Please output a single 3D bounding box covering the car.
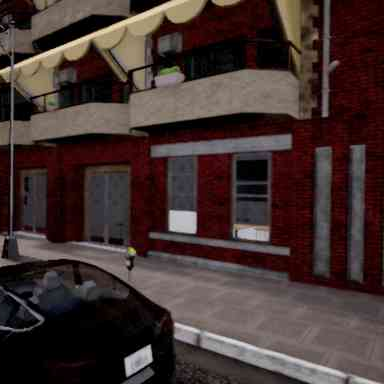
[{"bbox_3d":[-2.174,1.548,4.219,4.313,1.339,1.947,0,1,35],"label":"car"}]
